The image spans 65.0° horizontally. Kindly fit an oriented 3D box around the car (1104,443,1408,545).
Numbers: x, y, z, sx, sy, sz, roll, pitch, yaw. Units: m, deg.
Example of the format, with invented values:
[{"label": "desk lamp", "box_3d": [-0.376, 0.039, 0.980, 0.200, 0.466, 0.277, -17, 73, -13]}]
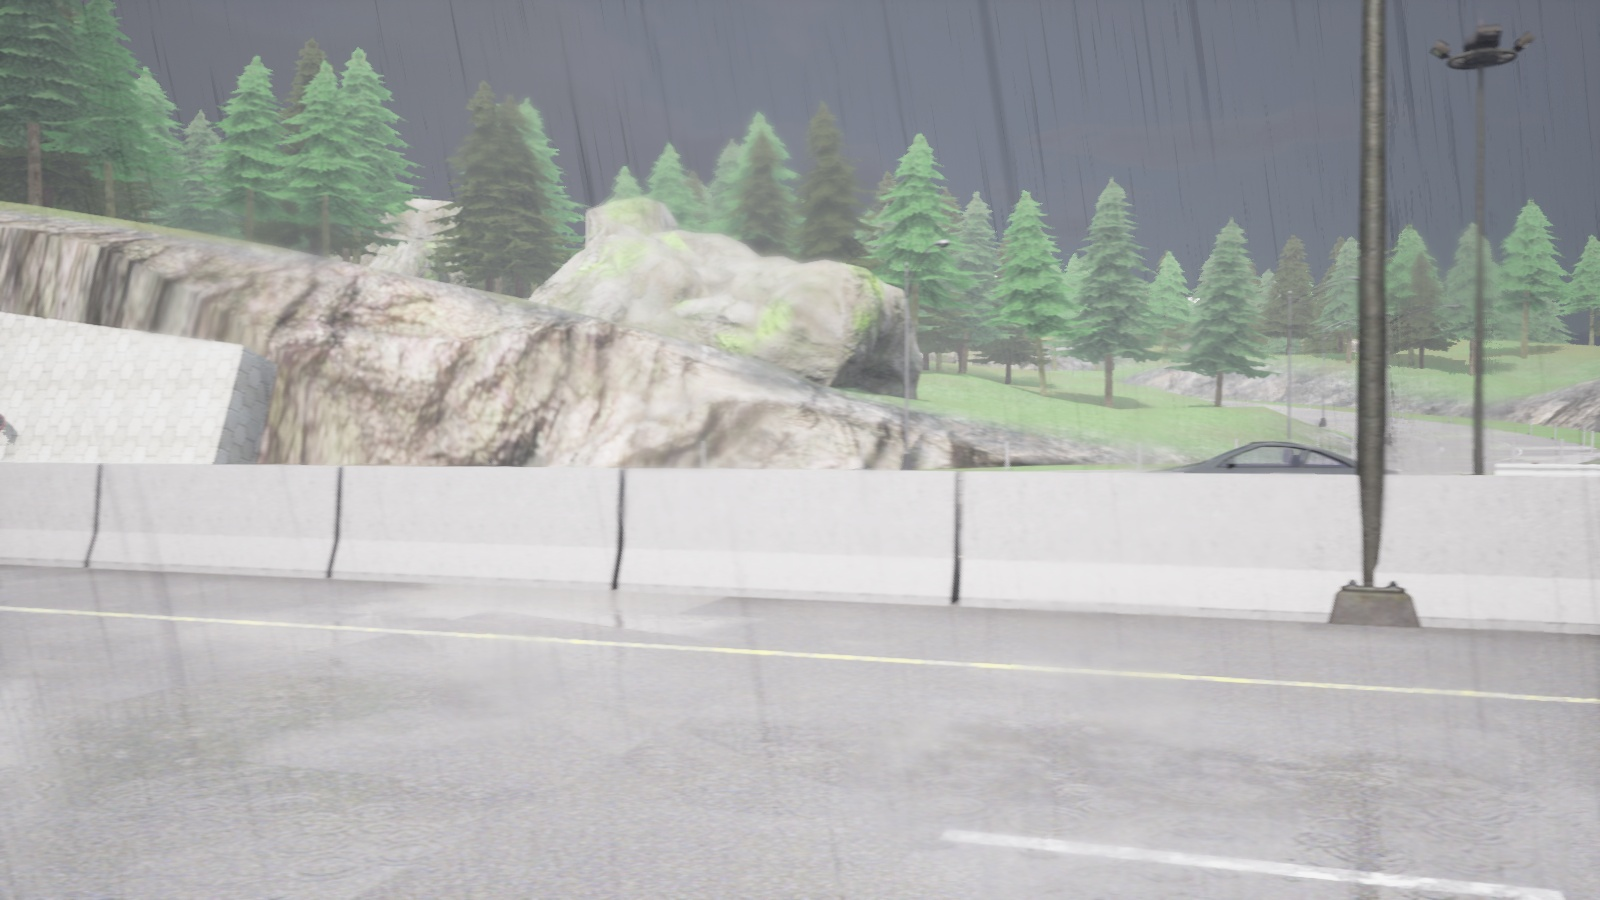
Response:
[{"label": "car", "box_3d": [6.912, 0.607, 19.330, 4.181, 1.385, 1.994, 1, 1, 19]}]
